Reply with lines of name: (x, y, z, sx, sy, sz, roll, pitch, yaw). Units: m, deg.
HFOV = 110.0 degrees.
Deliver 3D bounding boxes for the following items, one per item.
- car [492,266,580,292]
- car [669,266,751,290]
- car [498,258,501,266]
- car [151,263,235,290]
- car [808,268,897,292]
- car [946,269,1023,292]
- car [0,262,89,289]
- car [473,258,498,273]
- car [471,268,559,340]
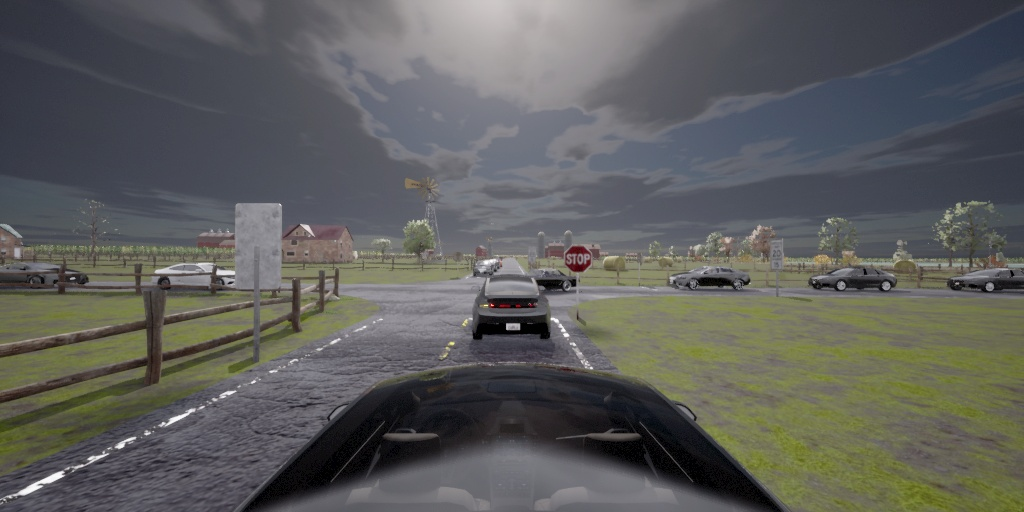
car: (1.494, 1.369, 20.077, 4.718, 1.301, 1.895, 1, 0, -35)
car: (12.792, 1.396, 23.309, 4.902, 1.511, 2.128, 1, -1, -2)
car: (-2.865, 1.241, 46.162, 2.128, 1.511, 4.902, 0, 0, 0)
car: (-17.249, 1.104, 19.982, 4.674, 1.442, 1.812, 1, -1, -1)
car: (22.194, 1.499, 23.483, 4.892, 1.490, 1.837, 1, -1, -1)
car: (31.696, 1.587, 23.606, 4.892, 1.490, 1.837, 1, -1, -1)
car: (-26.369, 1.048, 19.858, 4.181, 1.385, 1.994, 1, -1, -1)
car: (-2.870, 1.243, 36.717, 2.128, 1.511, 4.902, 0, 0, 0)
car: (-0.076, 1.256, 10.031, 1.837, 1.490, 4.892, 0, 0, -2)
